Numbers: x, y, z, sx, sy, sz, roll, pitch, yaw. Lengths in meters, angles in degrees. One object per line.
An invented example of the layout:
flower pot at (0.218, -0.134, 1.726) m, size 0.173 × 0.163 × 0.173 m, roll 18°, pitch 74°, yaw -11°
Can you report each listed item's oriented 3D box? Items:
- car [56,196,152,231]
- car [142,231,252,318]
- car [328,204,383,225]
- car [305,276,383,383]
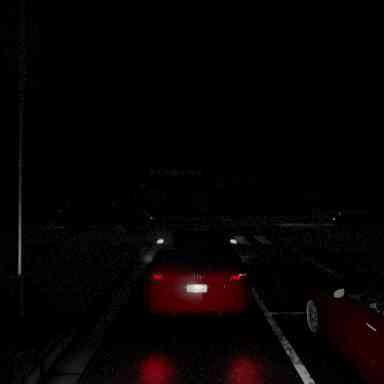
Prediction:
car at (-5.217, 1.246, 19.962) m, size 5.566 × 2.045 × 2.150 m, roll -1°, pitch -1°, yaw 0°
car at (0.110, 1.566, 7.517) m, size 1.994 × 1.385 × 4.181 m, roll 0°, pitch 0°, yaw 1°
car at (11.951, 1.518, 22.803) m, size 4.718 × 1.301 × 1.895 m, roll 0°, pitch -1°, yaw 0°
car at (2.658, 1.583, 3.730) m, size 1.802 × 1.307 × 4.206 m, roll 1°, pitch 0°, yaw 0°
